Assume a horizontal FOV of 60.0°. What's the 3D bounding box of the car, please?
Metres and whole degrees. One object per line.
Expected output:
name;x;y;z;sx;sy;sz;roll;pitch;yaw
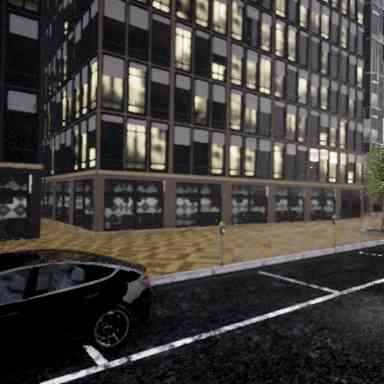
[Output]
car;-2.633;1.568;4.668;4.313;1.339;1.947;0;1;-35
